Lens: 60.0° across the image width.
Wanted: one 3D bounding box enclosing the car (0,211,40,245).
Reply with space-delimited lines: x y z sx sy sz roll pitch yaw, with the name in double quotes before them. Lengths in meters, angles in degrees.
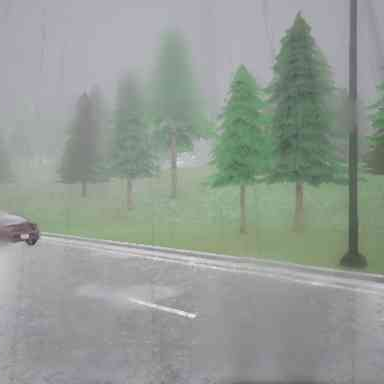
"car" -8.269 1.530 14.066 4.674 1.442 1.812 0 0 36
